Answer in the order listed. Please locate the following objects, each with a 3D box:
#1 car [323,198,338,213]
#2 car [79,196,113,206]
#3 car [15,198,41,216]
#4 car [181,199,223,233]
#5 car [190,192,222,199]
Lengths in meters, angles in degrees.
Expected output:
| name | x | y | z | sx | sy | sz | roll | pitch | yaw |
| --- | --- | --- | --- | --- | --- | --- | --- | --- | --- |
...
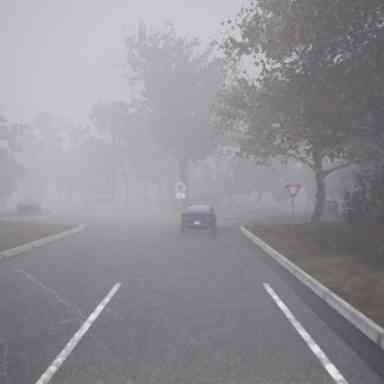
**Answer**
| name | x | y | z | sx | sy | sz | roll | pitch | yaw |
| --- | --- | --- | --- | --- | --- | --- | --- | --- | --- |
| car | 13.543 | 1.304 | 33.357 | 2.128 | 1.511 | 4.902 | 0 | 0 | 24 |
| car | -14.161 | 1.323 | 49.100 | 1.895 | 1.301 | 4.718 | 0 | 0 | 40 |
| car | -15.139 | 1.303 | 30.740 | 1.882 | 1.535 | 5.008 | -1 | 1 | -28 |
| car | 0.558 | 1.370 | 18.942 | 1.882 | 1.535 | 5.008 | 0 | 0 | 7 |
| car | 2.272 | 1.002 | 54.813 | 5.566 | 2.045 | 2.150 | 0 | 0 | 13 |
